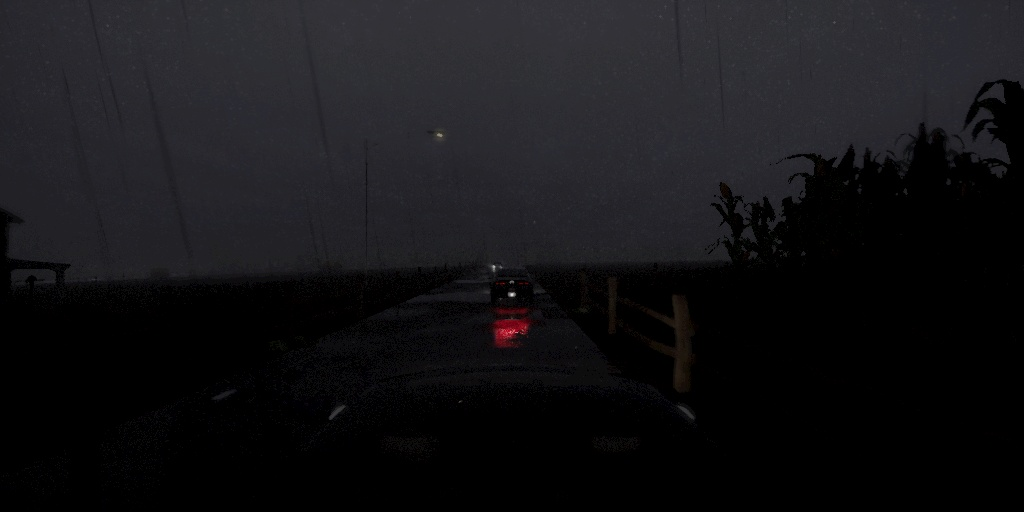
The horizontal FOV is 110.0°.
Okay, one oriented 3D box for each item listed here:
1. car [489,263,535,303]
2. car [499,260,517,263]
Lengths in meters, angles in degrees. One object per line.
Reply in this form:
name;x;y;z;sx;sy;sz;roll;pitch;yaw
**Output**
car;0.000;1.265;16.502;1.837;1.490;4.892;0;0;0
car;0.000;1.257;31.504;1.812;1.442;4.674;0;0;0
